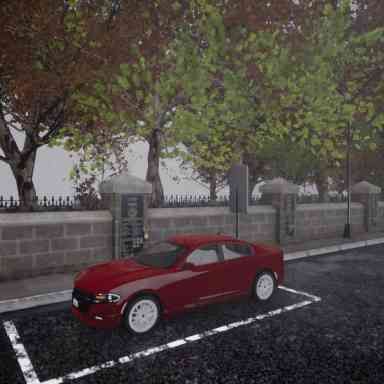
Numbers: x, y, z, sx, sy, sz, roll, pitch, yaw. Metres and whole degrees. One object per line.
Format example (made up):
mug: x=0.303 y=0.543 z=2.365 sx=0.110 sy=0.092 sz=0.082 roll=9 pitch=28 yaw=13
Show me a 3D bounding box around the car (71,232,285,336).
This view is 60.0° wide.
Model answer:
car: x=-0.052 y=1.545 z=6.681 sx=4.507 sy=1.381 sz=1.887 roll=0 pitch=0 yaw=-36
